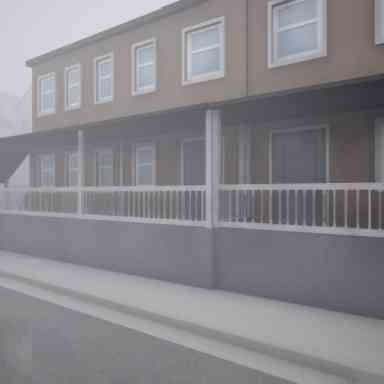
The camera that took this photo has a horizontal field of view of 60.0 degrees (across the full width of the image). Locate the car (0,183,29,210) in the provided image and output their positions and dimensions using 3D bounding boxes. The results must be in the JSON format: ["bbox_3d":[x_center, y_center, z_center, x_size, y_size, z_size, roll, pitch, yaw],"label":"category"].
[{"bbox_3d":[-15.187,0.724,27.240,2.150,2.045,5.566,0,14,34],"label":"car"}]
